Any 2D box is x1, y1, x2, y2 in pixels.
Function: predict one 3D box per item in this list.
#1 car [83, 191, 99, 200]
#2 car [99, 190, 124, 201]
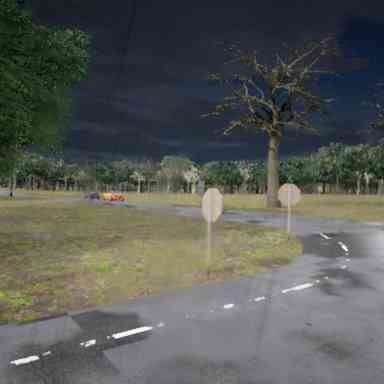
[{"bbox_3d":[-18.167,0.626,60.094,1.837,1.490,4.892,2,-1,-36],"label":"car"},{"bbox_3d":[-12.396,0.520,52.106,2.097,1.767,4.553,2,-1,-35],"label":"car"}]
